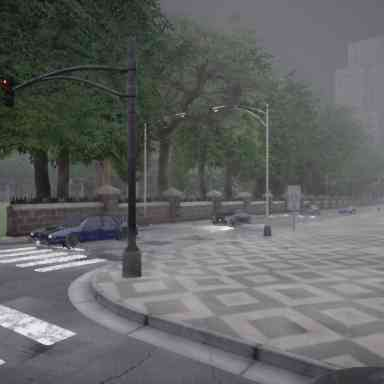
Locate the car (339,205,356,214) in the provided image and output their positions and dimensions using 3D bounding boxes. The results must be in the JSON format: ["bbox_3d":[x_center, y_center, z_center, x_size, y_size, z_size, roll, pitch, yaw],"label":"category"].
[{"bbox_3d":[24.865,2.780,53.091,2.033,1.411,5.357,0,-1,34],"label":"car"}]

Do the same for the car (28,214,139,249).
[{"bbox_3d":[-4.978,1.792,16.239,2.033,1.411,5.357,0,-1,35],"label":"car"}]

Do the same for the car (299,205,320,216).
[{"bbox_3d":[16.576,2.547,46.728,1.812,1.442,4.674,0,-1,35],"label":"car"}]

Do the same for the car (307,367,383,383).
[{"bbox_3d":[2.466,1.551,1.209,4.403,1.369,2.008,0,0,35],"label":"car"}]

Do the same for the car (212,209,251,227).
[{"bbox_3d":[3.383,2.104,28.123,1.994,1.385,4.181,0,-1,35],"label":"car"}]
